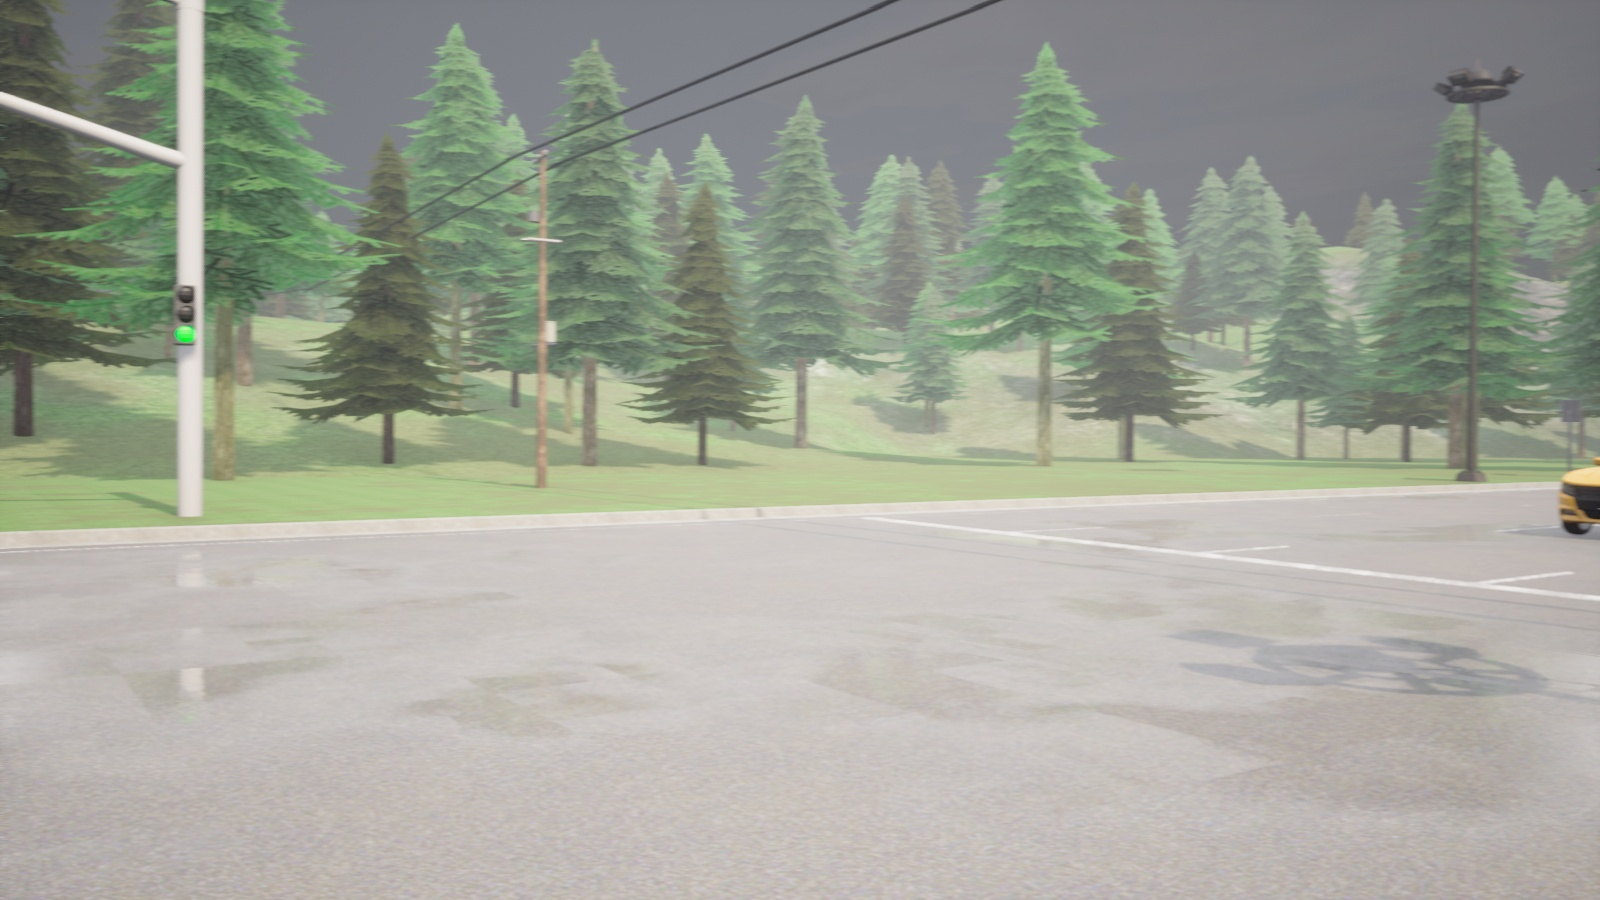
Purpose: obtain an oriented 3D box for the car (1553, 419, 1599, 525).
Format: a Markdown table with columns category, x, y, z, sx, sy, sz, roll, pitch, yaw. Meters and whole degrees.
| category | x | y | z | sx | sy | sz | roll | pitch | yaw |
| --- | --- | --- | --- | --- | --- | --- | --- | --- | --- |
| car | 13.730 | 0.277 | 19.169 | 5.008 | 1.535 | 1.882 | -1 | 1 | -34 |
